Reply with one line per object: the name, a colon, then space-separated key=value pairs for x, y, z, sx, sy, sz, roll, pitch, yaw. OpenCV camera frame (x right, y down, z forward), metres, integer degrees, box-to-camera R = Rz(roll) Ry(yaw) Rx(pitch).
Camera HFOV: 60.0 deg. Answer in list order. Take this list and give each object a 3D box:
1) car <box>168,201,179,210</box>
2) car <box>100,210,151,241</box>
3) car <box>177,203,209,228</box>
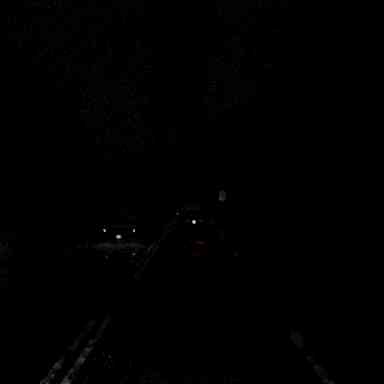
car: x=-3.123 y=2.361 z=57.528 sx=1.882 sy=1.535 sz=5.008 roll=0 pitch=-1 yaw=1
car: x=-3.325 y=1.677 z=17.778 sx=2.033 sy=1.411 sz=5.357 roll=0 pitch=-1 yaw=0
car: x=0.139 y=1.710 z=23.891 sx=1.837 sy=1.490 sz=4.892 roll=0 pitch=-1 yaw=0
